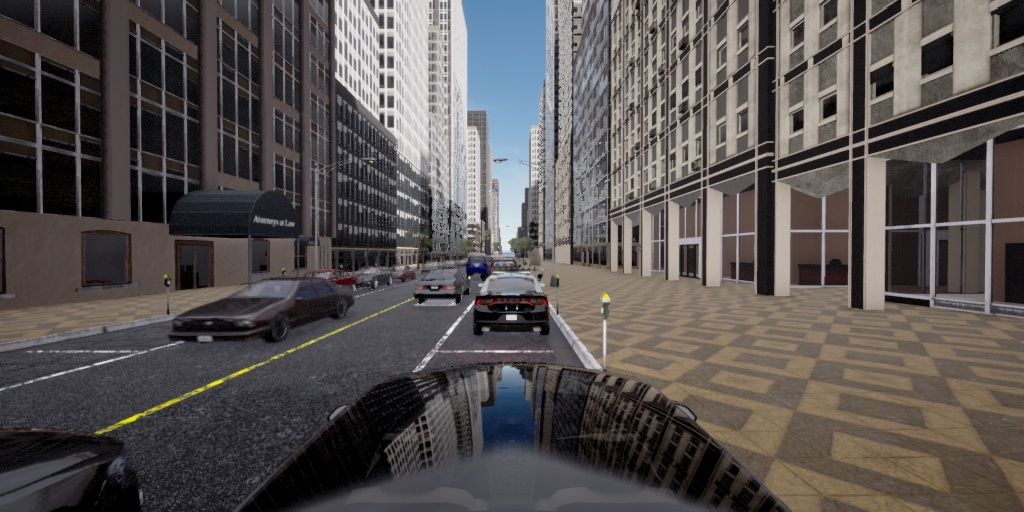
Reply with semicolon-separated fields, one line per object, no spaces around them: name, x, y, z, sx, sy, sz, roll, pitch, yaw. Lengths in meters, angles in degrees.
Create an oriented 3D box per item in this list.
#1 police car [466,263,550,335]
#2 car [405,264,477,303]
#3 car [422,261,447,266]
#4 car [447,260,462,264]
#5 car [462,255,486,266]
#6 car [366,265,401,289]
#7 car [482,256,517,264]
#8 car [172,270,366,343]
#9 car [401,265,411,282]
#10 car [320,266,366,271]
police car;-0.012;1.173;10.612;1.930;1.638;5.238;0;0;0
car;-3.045;1.295;16.615;2.033;1.411;5.357;0;0;0
car;-8.837;1.293;39.574;2.007;1.370;4.403;0;0;0
car;-8.837;1.291;50.940;2.007;1.370;4.403;0;0;0
car;-3.146;0.965;34.647;2.150;2.045;5.566;0;0;0
car;-8.838;1.297;22.523;2.007;1.370;4.403;0;0;0
car;-0.457;1.061;22.523;2.192;1.841;5.009;0;0;0
car;-6.249;1.296;9.961;2.033;1.411;5.357;0;0;0
car;-8.837;1.327;28.206;1.802;1.307;4.207;0;0;0
car;-8.837;1.292;16.839;1.888;1.381;4.507;0;0;0
